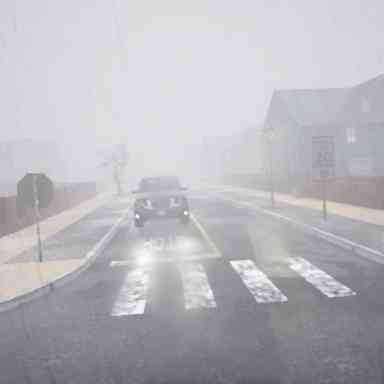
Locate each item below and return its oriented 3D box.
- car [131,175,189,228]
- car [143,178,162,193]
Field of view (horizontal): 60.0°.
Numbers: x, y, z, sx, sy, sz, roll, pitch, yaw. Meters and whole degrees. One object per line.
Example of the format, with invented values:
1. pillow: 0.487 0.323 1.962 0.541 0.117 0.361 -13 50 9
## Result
1. car: -1.445 0.270 15.123 2.150 2.045 5.566 -4 4 -6
2. car: -4.529 -0.778 37.869 1.837 1.490 4.892 -4 3 -10
